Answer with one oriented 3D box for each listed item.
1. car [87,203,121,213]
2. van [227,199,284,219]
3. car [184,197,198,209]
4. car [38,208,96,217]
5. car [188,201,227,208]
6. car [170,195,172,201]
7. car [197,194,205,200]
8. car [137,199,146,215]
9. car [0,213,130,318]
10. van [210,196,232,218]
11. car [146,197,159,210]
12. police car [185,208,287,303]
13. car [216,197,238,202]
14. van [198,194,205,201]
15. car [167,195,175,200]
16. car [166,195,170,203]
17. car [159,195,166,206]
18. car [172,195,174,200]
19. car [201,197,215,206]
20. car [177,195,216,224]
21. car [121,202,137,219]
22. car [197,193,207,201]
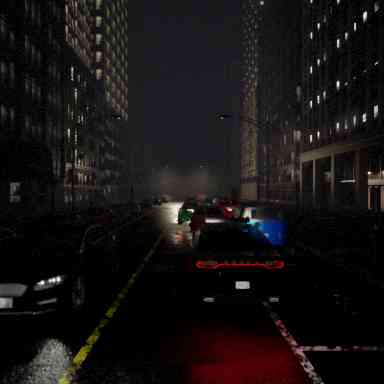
[{"bbox_3d":[-5.747,1.540,19.614,1.887,1.381,4.507,-1,0,0],"label":"car"},{"bbox_3d":[2.646,1.338,13.952,1.690,1.788,3.998,-1,0,0],"label":"van"},{"bbox_3d":[-0.093,1.515,46.318,1.812,1.442,4.674,0,0,0],"label":"car"},{"bbox_3d":[-5.733,1.563,13.931,1.947,1.339,4.313,-1,0,0],"label":"car"},{"bbox_3d":[0.854,1.474,18.294,1.882,1.535,5.008,0,0,0],"label":"car"},{"bbox_3d":[-5.879,1.422,70.767,1.967,1.590,4.097,-1,0,0],"label":"car"},{"bbox_3d":[2.444,1.414,93.523,1.967,1.590,4.097,-1,0,0],"label":"car"},{"bbox_3d":[-5.776,1.575,30.982,1.802,1.307,4.206,-1,0,0],"label":"car"},{"bbox_3d":[-3.020,1.489,7.709,2.128,1.511,4.902,0,0,0],"label":"car"},{"bbox_3d":[2.602,1.334,31.003,1.690,1.788,3.998,-1,0,0],"label":"van"},{"bbox_3d":[-5.805,1.541,42.349,2.008,1.369,4.403,-1,0,0],"label":"car"},{"bbox_3d":[0.879,1.423,8.403,1.930,1.638,5.238,0,0,0],"label":"police car"},{"bbox_3d":[2.616,1.309,25.319,2.192,1.841,5.009,-1,0,0],"label":"car"},{"bbox_3d":[2.458,1.317,87.839,1.690,1.788,3.998,-1,0,0],"label":"van"},{"bbox_3d":[-5.936,1.540,93.502,1.947,1.339,4.313,-1,0,0],"label":"car"},{"bbox_3d":[-5.863,1.566,65.083,1.802,1.307,4.206,-1,0,0],"label":"car"},{"bbox_3d":[-5.834,1.538,53.716,2.008,1.369,4.403,-1,0,0],"label":"car"},{"bbox_3d":[-5.906,1.504,81.964,1.752,1.417,4.829,-1,0,0],"label":"car"},{"bbox_3d":[2.546,1.538,53.737,2.008,1.369,4.403,-1,0,0],"label":"car"},{"bbox_3d":[0.321,1.346,24.389,2.097,1.767,4.553,0,0,8],"label":"car"},{"bbox_3d":[-5.762,1.545,25.298,2.008,1.369,4.403,-1,0,0],"label":"car"},{"bbox_3d":[2.472,1.293,82.156,2.192,1.841,5.009,-1,0,0],"label":"car"}]
